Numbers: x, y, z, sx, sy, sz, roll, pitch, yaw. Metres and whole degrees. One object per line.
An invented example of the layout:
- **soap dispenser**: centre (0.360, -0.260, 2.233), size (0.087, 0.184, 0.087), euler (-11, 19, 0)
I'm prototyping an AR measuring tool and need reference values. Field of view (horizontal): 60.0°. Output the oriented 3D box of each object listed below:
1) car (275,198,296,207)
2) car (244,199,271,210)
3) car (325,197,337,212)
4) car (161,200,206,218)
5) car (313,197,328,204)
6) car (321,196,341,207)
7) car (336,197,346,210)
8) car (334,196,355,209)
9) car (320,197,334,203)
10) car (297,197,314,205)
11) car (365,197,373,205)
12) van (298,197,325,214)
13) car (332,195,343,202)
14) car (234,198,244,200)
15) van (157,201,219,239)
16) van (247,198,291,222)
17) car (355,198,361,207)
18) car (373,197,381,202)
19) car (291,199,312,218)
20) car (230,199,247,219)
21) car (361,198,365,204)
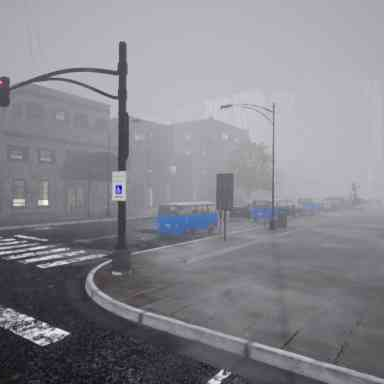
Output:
- **car**: centre (15.272, 1.666, 54.118), size (1.887, 1.381, 4.507), euler (0, 0, 35)
- **car**: centre (8.920, 1.629, 45.085), size (1.887, 1.381, 4.507), euler (0, 0, 35)
- **car**: centre (15.863, 1.671, 40.389), size (1.752, 1.417, 4.829), euler (0, 0, 35)
- **car**: centre (-0.706, 1.558, 31.394), size (1.752, 1.417, 4.829), euler (0, 0, 35)
- **car**: centre (27.878, 1.729, 72.046), size (1.752, 1.417, 4.829), euler (0, 0, 35)
- **car**: centre (22.967, 1.534, 54.986), size (2.097, 1.767, 4.553), euler (1, 0, 35)
- **car**: centre (18.940, 1.729, 44.766), size (1.947, 1.339, 4.313), euler (0, 0, 35)
- **car**: centre (22.118, 1.497, 49.284), size (2.192, 1.841, 5.009), euler (0, 0, 35)
- **car**: centre (31.152, 1.793, 76.702), size (1.947, 1.339, 4.313), euler (0, 0, 35)
- **car**: centre (21.624, 1.706, 63.152), size (1.887, 1.381, 4.507), euler (0, 0, 35)
- **car**: centre (34.821, 1.810, 67.351), size (1.887, 1.381, 4.507), euler (0, 0, 35)
- **van**: centre (12.590, 1.469, 35.732), size (1.690, 1.788, 3.998), euler (0, 0, 35)
- **car**: centre (37.504, 1.713, 85.736), size (1.967, 1.590, 4.097), euler (0, 0, 35)
- **car**: centre (5.745, 1.507, 40.568), size (1.967, 1.590, 4.097), euler (0, 0, 35)
- **van**: centre (-0.115, 1.407, 17.665), size (1.690, 1.788, 3.998), euler (0, 0, 35)
- **van**: centre (6.237, 1.436, 26.699), size (1.690, 1.788, 3.998), euler (0, 0, 35)
- **car**: centre (25.295, 1.517, 53.801), size (2.192, 1.841, 5.009), euler (0, 0, 35)
- **car**: centre (44.350, 1.900, 80.901), size (1.947, 1.339, 4.313), euler (0, 0, 35)
- **car**: centre (9.412, 1.656, 31.215), size (1.887, 1.381, 4.507), euler (0, 0, 35)
- **car**: centre (5.049, 1.644, 29.522), size (1.994, 1.385, 4.181), euler (1, 0, 35)
- **car**: centre (28.567, 1.748, 58.456), size (1.752, 1.417, 4.829), euler (0, 0, 35)
